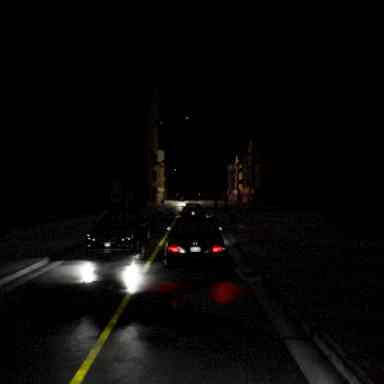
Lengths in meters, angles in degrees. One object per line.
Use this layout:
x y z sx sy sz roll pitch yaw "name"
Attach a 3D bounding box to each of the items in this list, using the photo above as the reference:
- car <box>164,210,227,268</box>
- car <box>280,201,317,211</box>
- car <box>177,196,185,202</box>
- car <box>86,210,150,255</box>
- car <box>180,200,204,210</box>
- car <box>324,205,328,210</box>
0.093 1.571 11.275 2.033 1.411 5.357 0 0 0 "car"
13.215 1.782 41.383 4.313 1.339 1.947 0 -1 0 "car"
-2.758 1.895 87.862 1.812 1.442 4.674 0 -1 0 "car"
-2.850 1.534 13.637 1.837 1.490 4.892 0 0 0 "car"
0.089 1.621 27.680 1.994 1.385 4.181 0 0 0 "car"
19.008 1.786 41.397 4.829 1.417 1.752 0 -1 0 "car"
